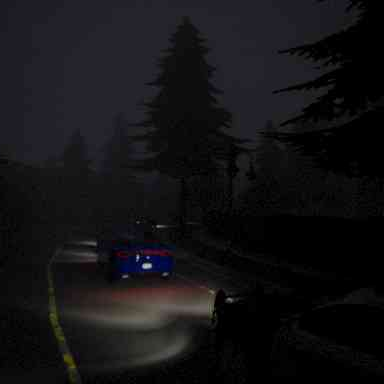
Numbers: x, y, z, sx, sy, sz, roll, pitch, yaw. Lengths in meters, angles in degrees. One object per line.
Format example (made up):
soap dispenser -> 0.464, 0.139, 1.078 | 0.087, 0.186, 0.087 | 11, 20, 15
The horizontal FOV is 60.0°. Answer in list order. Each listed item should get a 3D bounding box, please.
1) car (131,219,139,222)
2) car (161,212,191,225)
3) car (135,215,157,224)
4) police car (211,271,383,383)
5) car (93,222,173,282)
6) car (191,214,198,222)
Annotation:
car -> -3.943, 2.286, 17.068 | 1.837, 1.490, 4.892 | 2, -3, -15
car -> -2.466, 3.717, 47.831 | 2.097, 1.767, 4.553 | 0, -3, 27
car -> -5.403, 3.358, 37.907 | 1.994, 1.385, 4.181 | 1, -3, 12
police car -> 2.116, 1.669, 3.457 | 1.930, 1.638, 5.238 | 3, -3, -33
car -> -2.177, 2.031, 11.703 | 1.882, 1.535, 5.008 | 3, -3, -22
car -> -0.645, 4.492, 58.089 | 1.994, 1.385, 4.181 | 0, -3, 32
